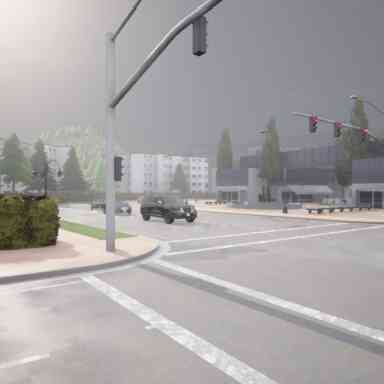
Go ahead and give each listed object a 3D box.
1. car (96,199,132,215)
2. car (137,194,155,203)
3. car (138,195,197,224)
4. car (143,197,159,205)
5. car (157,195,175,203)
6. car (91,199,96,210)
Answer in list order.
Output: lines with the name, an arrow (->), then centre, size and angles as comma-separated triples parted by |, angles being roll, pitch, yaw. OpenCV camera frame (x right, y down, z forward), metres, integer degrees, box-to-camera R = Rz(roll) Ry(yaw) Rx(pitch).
car -> -7.618, 1.491, 33.512 | 2.128, 1.511, 4.902 | 0, 0, -31
car -> -9.329, 1.352, 68.065 | 2.097, 1.767, 4.553 | 0, 0, 15
car -> -1.928, 1.221, 25.347 | 2.150, 2.045, 5.566 | 0, 0, -37
car -> -7.228, 1.547, 59.070 | 2.033, 1.411, 5.357 | 0, 0, 3
car -> -5.314, 1.477, 69.534 | 1.882, 1.535, 5.008 | 0, 0, 20
car -> -11.895, 1.564, 42.606 | 1.994, 1.385, 4.181 | 0, 0, -17
